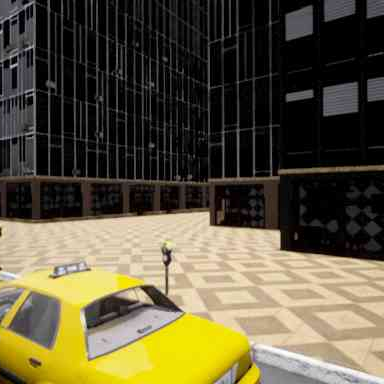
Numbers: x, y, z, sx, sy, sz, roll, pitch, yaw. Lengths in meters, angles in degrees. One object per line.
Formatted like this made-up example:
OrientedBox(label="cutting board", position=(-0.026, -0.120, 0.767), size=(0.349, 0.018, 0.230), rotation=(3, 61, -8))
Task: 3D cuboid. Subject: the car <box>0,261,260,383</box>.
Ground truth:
OrientedBox(label="car", position=(-1.636, 1.522, 4.033), size=(4.829, 1.417, 1.752), rotation=(0, 0, 35))
